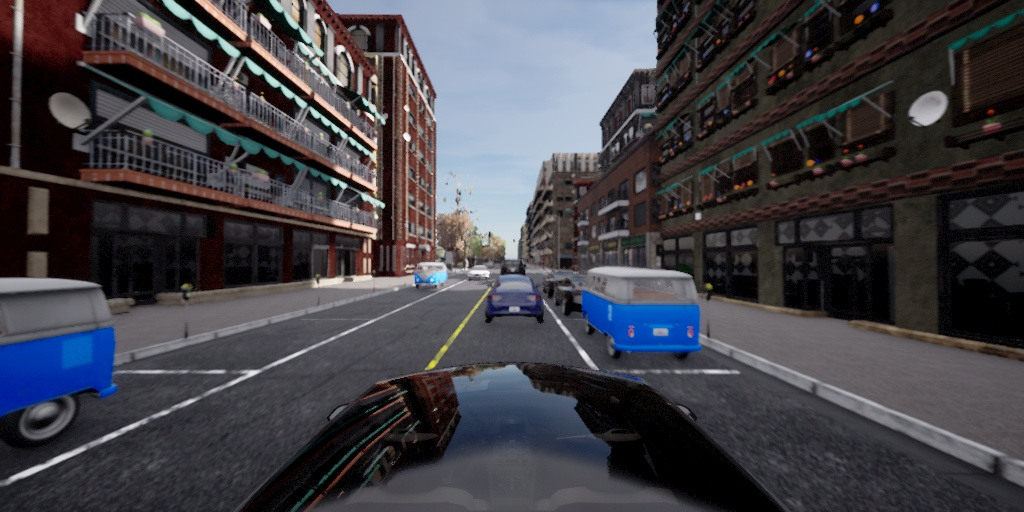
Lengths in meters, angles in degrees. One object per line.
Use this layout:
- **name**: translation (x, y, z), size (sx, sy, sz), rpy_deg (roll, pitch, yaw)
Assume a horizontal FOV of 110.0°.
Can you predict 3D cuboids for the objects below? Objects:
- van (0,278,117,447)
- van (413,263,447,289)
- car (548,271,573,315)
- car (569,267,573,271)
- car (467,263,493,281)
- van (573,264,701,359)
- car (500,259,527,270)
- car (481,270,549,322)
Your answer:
- **van**: translation (-5.688, 1.102, 2.676), size (1.690, 1.789, 3.998), rpy_deg (0, 0, 0)
- **van**: translation (-5.699, 1.348, 25.322), size (1.690, 1.789, 3.998), rpy_deg (0, 0, 0)
- **car**: translation (2.688, 1.447, 14.003), size (1.948, 1.339, 4.313), rpy_deg (0, 0, 0)
- **car**: translation (2.684, 1.509, 19.666), size (1.948, 1.339, 4.313), rpy_deg (0, 0, 0)
- **car**: translation (-3.109, 1.635, 34.552), size (1.812, 1.442, 4.674), rpy_deg (0, -1, 0)
- **van**: translation (2.690, 1.161, 8.342), size (1.690, 1.789, 3.998), rpy_deg (0, 0, 0)
- **car**: translation (0.081, 1.302, 32.002), size (2.150, 2.045, 5.566), rpy_deg (0, -1, 0)
- **car**: translation (0.081, 1.392, 12.658), size (1.812, 1.442, 4.674), rpy_deg (0, 0, 0)
